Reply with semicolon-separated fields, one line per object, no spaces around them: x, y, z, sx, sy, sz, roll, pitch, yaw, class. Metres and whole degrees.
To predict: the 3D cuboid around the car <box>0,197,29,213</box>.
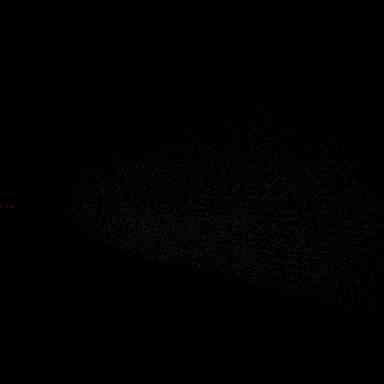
-20.179;1.591;37.760;2.033;1.411;5.357;0;0;-11;car

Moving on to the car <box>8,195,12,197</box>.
-38.695;1.290;69.613;1.812;1.442;4.674;0;0;-7;car
